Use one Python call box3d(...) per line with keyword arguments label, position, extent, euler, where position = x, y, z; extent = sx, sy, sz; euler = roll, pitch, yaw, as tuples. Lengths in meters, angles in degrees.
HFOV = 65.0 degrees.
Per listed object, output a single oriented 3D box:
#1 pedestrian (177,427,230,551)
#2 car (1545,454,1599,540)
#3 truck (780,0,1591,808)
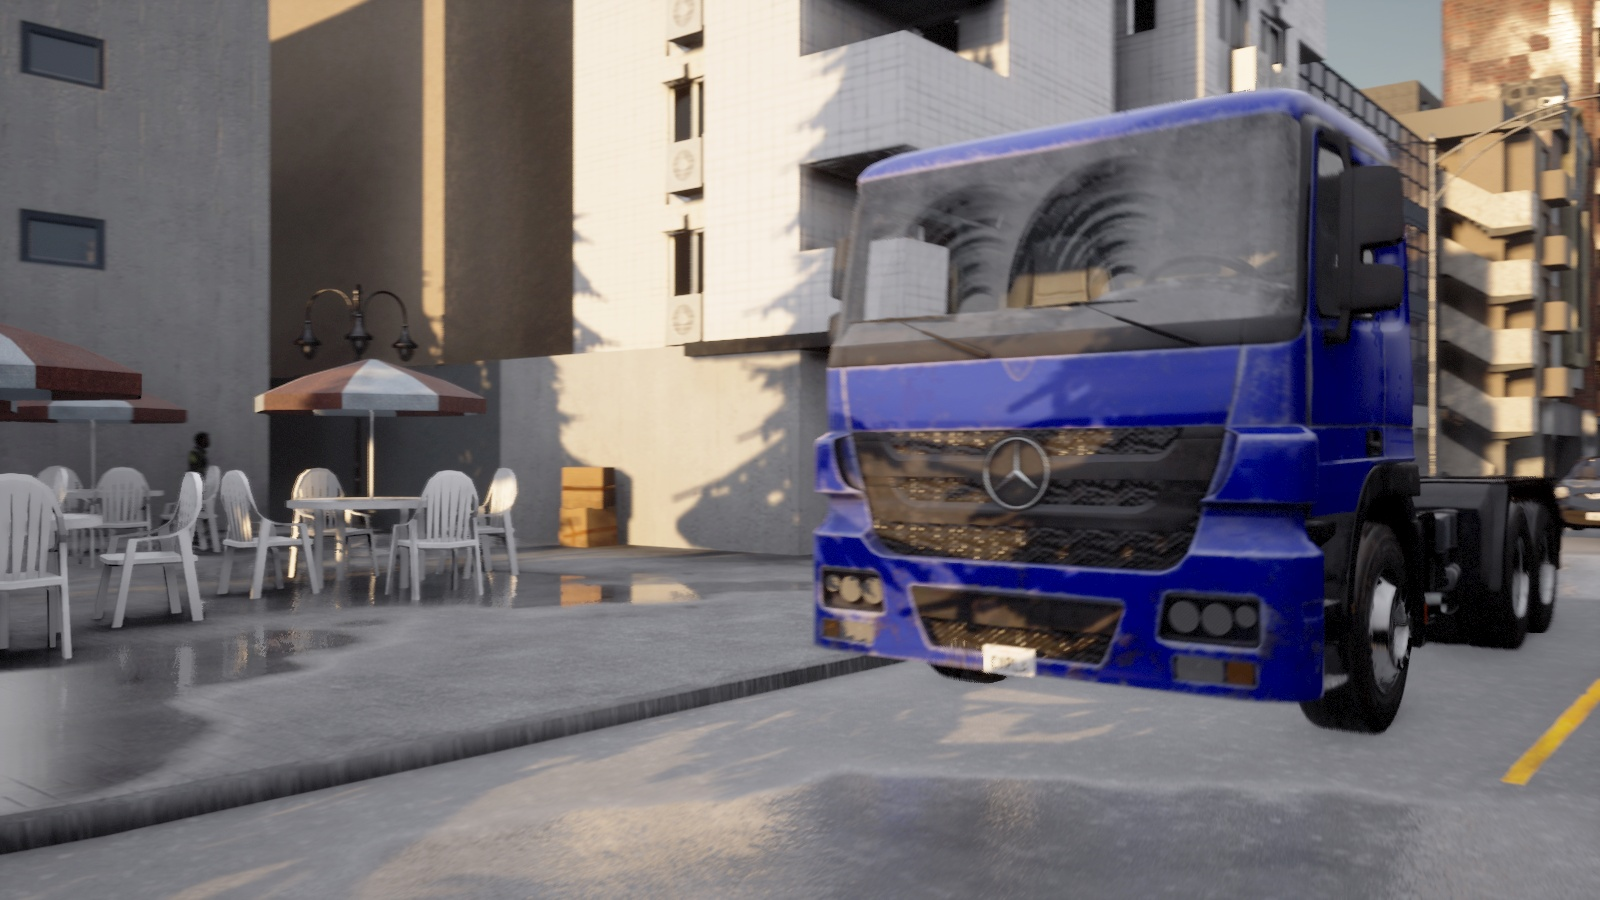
box3d(label="pedestrian", position=(-9.456, 0.610, 19.917), extent=(0.692, 1.930, 0.395), euler=(0, 0, -14))
box3d(label="car", position=(15.290, 0.824, 23.399), extent=(1.845, 1.501, 3.633), euler=(0, 0, 40))
box3d(label="truck", position=(3.539, -0.202, 9.301), extent=(2.891, 3.462, 7.936), euler=(0, 0, 40))
